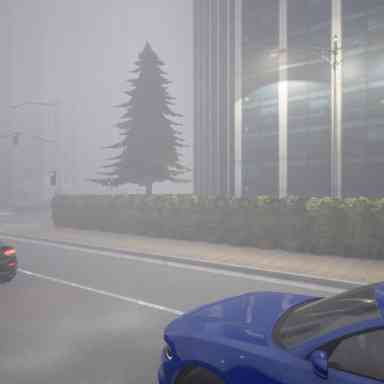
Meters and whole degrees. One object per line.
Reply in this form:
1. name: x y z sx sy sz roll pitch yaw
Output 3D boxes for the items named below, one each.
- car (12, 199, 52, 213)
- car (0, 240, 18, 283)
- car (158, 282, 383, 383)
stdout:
1. car: -17.186 1.547 37.439 2.033 1.411 5.357 0 0 36
2. car: -6.170 1.526 8.350 4.674 1.442 1.812 0 0 36
3. car: 1.957 1.478 2.597 5.008 1.535 1.882 0 0 36
